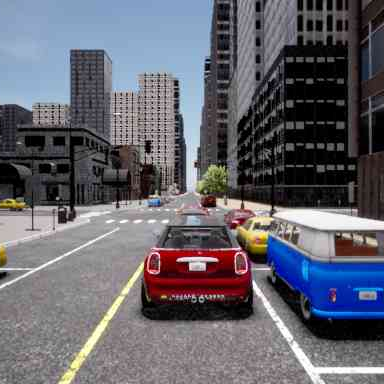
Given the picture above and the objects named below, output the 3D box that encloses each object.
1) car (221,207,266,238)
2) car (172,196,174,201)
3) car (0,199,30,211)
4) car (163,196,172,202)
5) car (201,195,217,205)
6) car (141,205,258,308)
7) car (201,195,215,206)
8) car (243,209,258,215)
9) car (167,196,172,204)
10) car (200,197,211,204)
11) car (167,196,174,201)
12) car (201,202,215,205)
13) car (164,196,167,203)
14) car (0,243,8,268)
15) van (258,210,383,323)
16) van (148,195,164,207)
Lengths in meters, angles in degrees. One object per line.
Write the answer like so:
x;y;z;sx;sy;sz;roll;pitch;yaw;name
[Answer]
2.678;1.587;18.250;1.802;1.307;4.206;0;0;0;car
-5.729;1.653;72.727;2.008;1.369;4.403;0;0;0;car
-21.428;1.469;38.455;4.829;1.417;1.752;0;0;0;car
-5.732;1.668;78.251;2.008;1.369;4.403;0;0;0;car
2.661;1.369;50.638;2.192;1.841;5.009;0;0;0;car
0.095;1.352;8.065;2.097;1.767;4.553;0;0;0;car
2.658;1.380;56.162;2.192;1.841;5.009;0;0;0;car
2.681;1.527;12.758;1.752;1.417;4.829;0;0;0;car
-5.727;1.529;67.204;1.967;1.590;4.097;0;0;0;car
2.654;1.655;67.211;1.947;1.339;4.313;0;0;0;car
-5.738;1.673;89.129;1.752;1.417;4.829;0;0;0;car
0.091;1.482;17.271;1.882;1.535;5.008;0;0;0;car
-5.721;1.505;56.155;1.967;1.590;4.097;0;0;0;car
-5.696;1.525;6.749;1.752;1.417;4.829;0;0;0;car
2.684;1.341;6.923;1.690;1.788;3.998;0;0;0;van
-5.719;1.395;50.632;1.690;1.788;3.998;0;0;0;van
